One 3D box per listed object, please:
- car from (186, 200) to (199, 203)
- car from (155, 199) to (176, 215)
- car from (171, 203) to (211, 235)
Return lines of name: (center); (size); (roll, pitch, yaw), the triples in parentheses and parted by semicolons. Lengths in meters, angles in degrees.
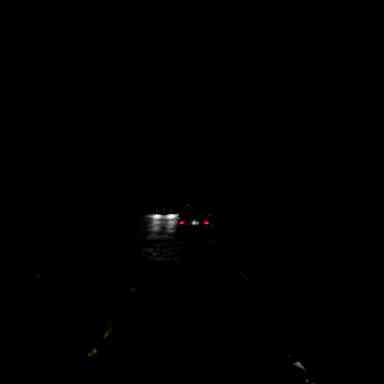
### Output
car: (0.113, 1.671, 42.338); (1.895, 1.301, 4.718); (0, 0, 0)
car: (-2.758, 1.565, 35.441); (1.837, 1.490, 4.892); (0, -1, 0)
car: (0.106, 1.577, 18.792); (2.033, 1.411, 5.357); (0, 0, 0)
